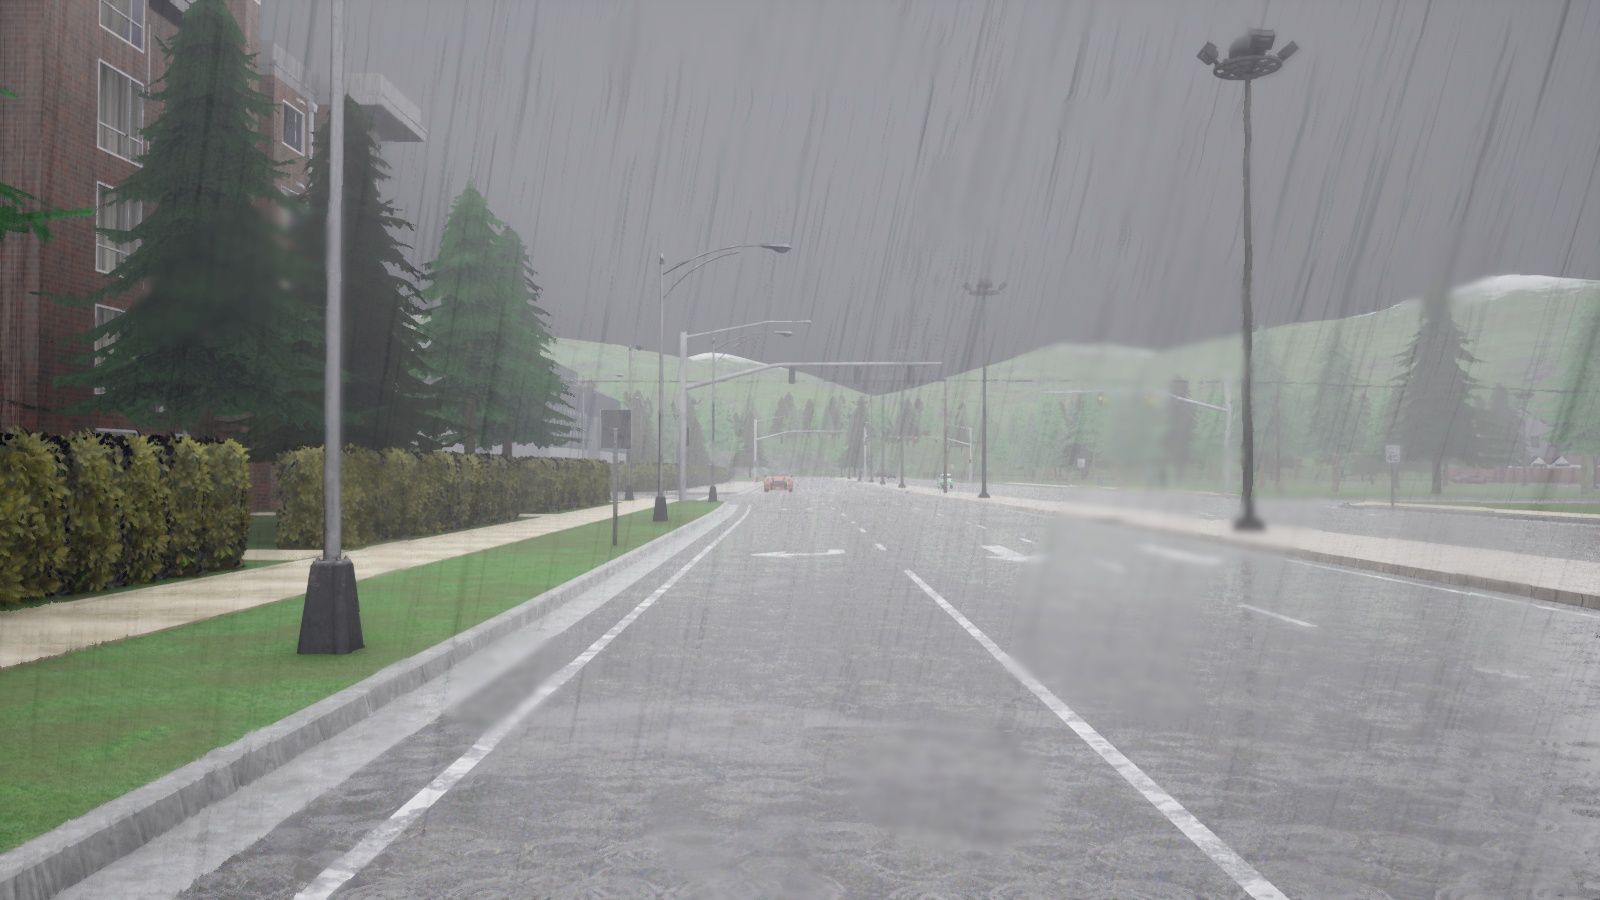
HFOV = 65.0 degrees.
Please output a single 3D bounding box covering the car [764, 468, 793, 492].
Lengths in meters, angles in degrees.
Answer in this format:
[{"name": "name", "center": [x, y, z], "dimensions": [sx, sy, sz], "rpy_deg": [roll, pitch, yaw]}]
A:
[{"name": "car", "center": [-1.571, 2.254, 94.034], "dimensions": [2.097, 1.767, 4.553], "rpy_deg": [0, -1, 0]}]
